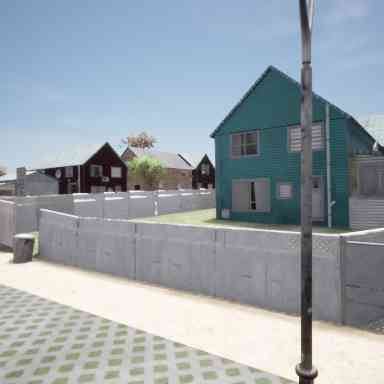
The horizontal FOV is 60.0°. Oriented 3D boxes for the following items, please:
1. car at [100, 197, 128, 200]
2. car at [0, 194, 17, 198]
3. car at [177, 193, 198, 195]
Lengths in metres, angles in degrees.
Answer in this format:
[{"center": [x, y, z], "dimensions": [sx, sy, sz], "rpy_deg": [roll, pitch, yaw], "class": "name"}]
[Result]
[{"center": [-6.861, 0.947, 29.636], "dimensions": [1.837, 1.490, 4.892], "rpy_deg": [-1, 1, 35], "class": "car"}, {"center": [-12.737, 1.067, 21.437], "dimensions": [2.097, 1.767, 4.553], "rpy_deg": [-1, 1, 37], "class": "car"}, {"center": [-0.991, 0.523, 37.941], "dimensions": [2.097, 1.767, 4.553], "rpy_deg": [-1, 1, 36], "class": "car"}]
